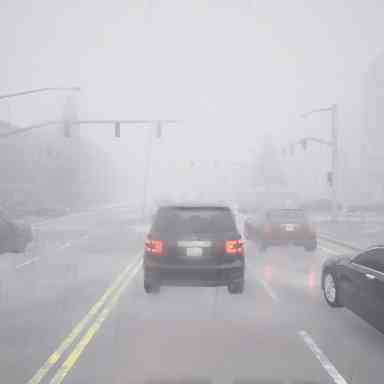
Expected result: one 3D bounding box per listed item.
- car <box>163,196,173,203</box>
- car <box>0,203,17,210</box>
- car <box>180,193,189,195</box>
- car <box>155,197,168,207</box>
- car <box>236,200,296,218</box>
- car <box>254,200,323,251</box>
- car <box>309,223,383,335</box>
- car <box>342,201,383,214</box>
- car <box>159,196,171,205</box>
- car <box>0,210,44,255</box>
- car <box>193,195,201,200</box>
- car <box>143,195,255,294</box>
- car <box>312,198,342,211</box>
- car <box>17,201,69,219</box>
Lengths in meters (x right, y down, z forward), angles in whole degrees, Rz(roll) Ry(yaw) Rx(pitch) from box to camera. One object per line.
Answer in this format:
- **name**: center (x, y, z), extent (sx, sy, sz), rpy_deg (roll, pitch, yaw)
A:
- **car**: center (-5.079, 1.553, 71.188), extent (1.994, 1.385, 4.181), rpy_deg (0, 0, -1)
- **car**: center (-16.846, 1.223, 25.306), extent (5.566, 2.045, 2.150), rpy_deg (0, 0, -1)
- **car**: center (-1.795, 1.496, 80.194), extent (1.837, 1.490, 4.892), rpy_deg (0, 0, -1)
- **car**: center (-4.704, 1.526, 51.917), extent (1.812, 1.442, 4.674), rpy_deg (0, 0, -1)
- **car**: center (6.601, 1.492, 30.045), extent (4.902, 1.511, 2.128), rpy_deg (0, 0, -3)
- **car**: center (3.535, 1.352, 14.138), extent (2.097, 1.767, 4.553), rpy_deg (0, 0, 0)
- **car**: center (3.607, 1.505, 5.057), extent (1.837, 1.490, 4.892), rpy_deg (0, 0, 0)
- **car**: center (18.485, 1.601, 34.147), extent (4.718, 1.301, 1.895), rpy_deg (0, 0, -2)
- **car**: center (-4.904, 1.478, 61.307), extent (1.882, 1.535, 5.008), rpy_deg (0, 0, -1)
- **car**: center (-7.082, 1.547, 10.688), extent (2.033, 1.411, 5.357), rpy_deg (0, 0, 0)
- **car**: center (1.461, 1.553, 90.341), extent (1.994, 1.385, 4.181), rpy_deg (0, 0, -1)
- **car**: center (0.053, 1.221, 8.960), extent (2.150, 2.045, 5.566), rpy_deg (0, 0, 0)
- **car**: center (14.435, 1.505, 37.539), extent (4.892, 1.490, 1.837), rpy_deg (0, 0, -2)
- **car**: center (-13.307, 1.492, 28.903), extent (4.902, 1.511, 2.128), rpy_deg (0, 0, -2)
